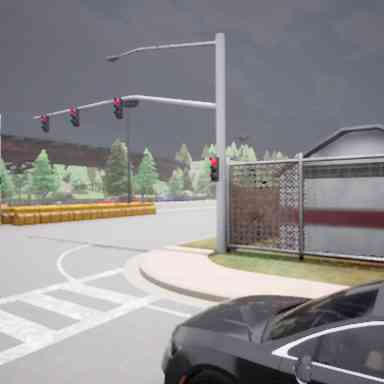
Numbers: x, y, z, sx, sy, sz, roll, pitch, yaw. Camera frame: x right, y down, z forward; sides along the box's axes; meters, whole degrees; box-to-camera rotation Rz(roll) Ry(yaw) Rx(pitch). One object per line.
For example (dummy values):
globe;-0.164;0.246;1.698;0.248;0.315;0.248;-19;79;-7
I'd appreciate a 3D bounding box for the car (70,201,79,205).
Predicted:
car;-14.640;1.806;34.774;1.895;1.301;4.718;0;0;34

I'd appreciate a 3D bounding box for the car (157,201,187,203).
car;-2.723;1.407;46.326;2.150;2.045;5.566;0;0;34

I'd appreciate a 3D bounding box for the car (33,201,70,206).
car;-13.614;1.746;29.997;1.994;1.385;4.181;0;0;33

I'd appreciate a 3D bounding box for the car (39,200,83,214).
car;-15.580;1.754;39.653;1.812;1.442;4.674;0;0;34

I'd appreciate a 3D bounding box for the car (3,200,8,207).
car;-20.413;1.579;32.430;2.097;1.767;4.553;0;0;34

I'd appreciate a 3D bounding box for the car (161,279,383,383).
car;1.925;1.505;2.640;4.892;1.490;1.837;0;0;36

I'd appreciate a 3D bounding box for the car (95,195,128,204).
car;-8.483;1.405;37.711;2.150;2.045;5.566;0;0;34
